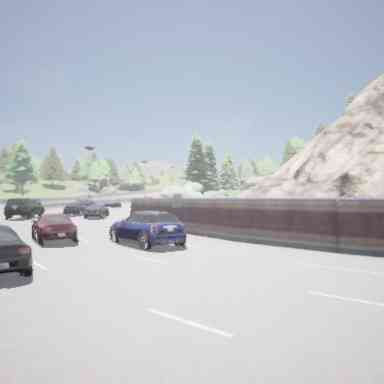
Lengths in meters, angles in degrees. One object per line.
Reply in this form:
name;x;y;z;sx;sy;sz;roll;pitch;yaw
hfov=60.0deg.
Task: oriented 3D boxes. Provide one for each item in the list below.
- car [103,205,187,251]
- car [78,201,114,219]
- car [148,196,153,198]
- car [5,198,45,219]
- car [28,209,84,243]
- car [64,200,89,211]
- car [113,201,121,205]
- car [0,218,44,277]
car;-2.269;1.709;16.290;2.097;1.767;4.553;2;-2;-38
car;-10.023;2.028;35.256;2.033;1.411;5.357;0;-1;-3
car;-6.760;1.822;61.046;2.150;2.045;5.566;0;0;11
car;-16.723;1.646;33.533;2.150;2.045;5.566;0;-1;-6
car;-7.257;1.867;17.472;1.812;1.442;4.674;1;-1;-31
car;-13.481;2.003;39.092;1.837;1.490;4.892;-2;-1;0
car;-14.235;2.180;59.139;1.895;1.301;4.718;0;0;11
car;-6.218;1.707;10.018;1.812;1.442;4.674;1;-1;-41
